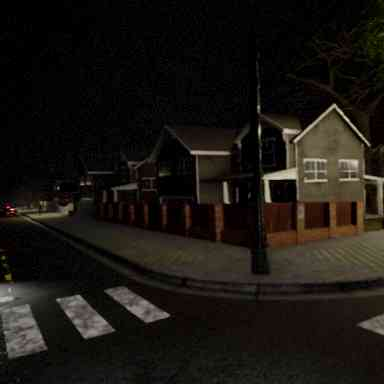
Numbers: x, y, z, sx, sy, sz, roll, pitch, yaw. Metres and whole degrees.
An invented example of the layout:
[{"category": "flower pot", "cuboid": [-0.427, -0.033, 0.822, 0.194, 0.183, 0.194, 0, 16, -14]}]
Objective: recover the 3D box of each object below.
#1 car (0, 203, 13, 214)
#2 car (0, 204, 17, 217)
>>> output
[{"category": "car", "cuboid": [-29.745, 2.625, 52.795, 2.128, 1.511, 4.902, -3, 0, -31]}, {"category": "car", "cuboid": [-23.364, 2.369, 42.261, 2.128, 1.511, 4.902, -3, 0, -31]}]
